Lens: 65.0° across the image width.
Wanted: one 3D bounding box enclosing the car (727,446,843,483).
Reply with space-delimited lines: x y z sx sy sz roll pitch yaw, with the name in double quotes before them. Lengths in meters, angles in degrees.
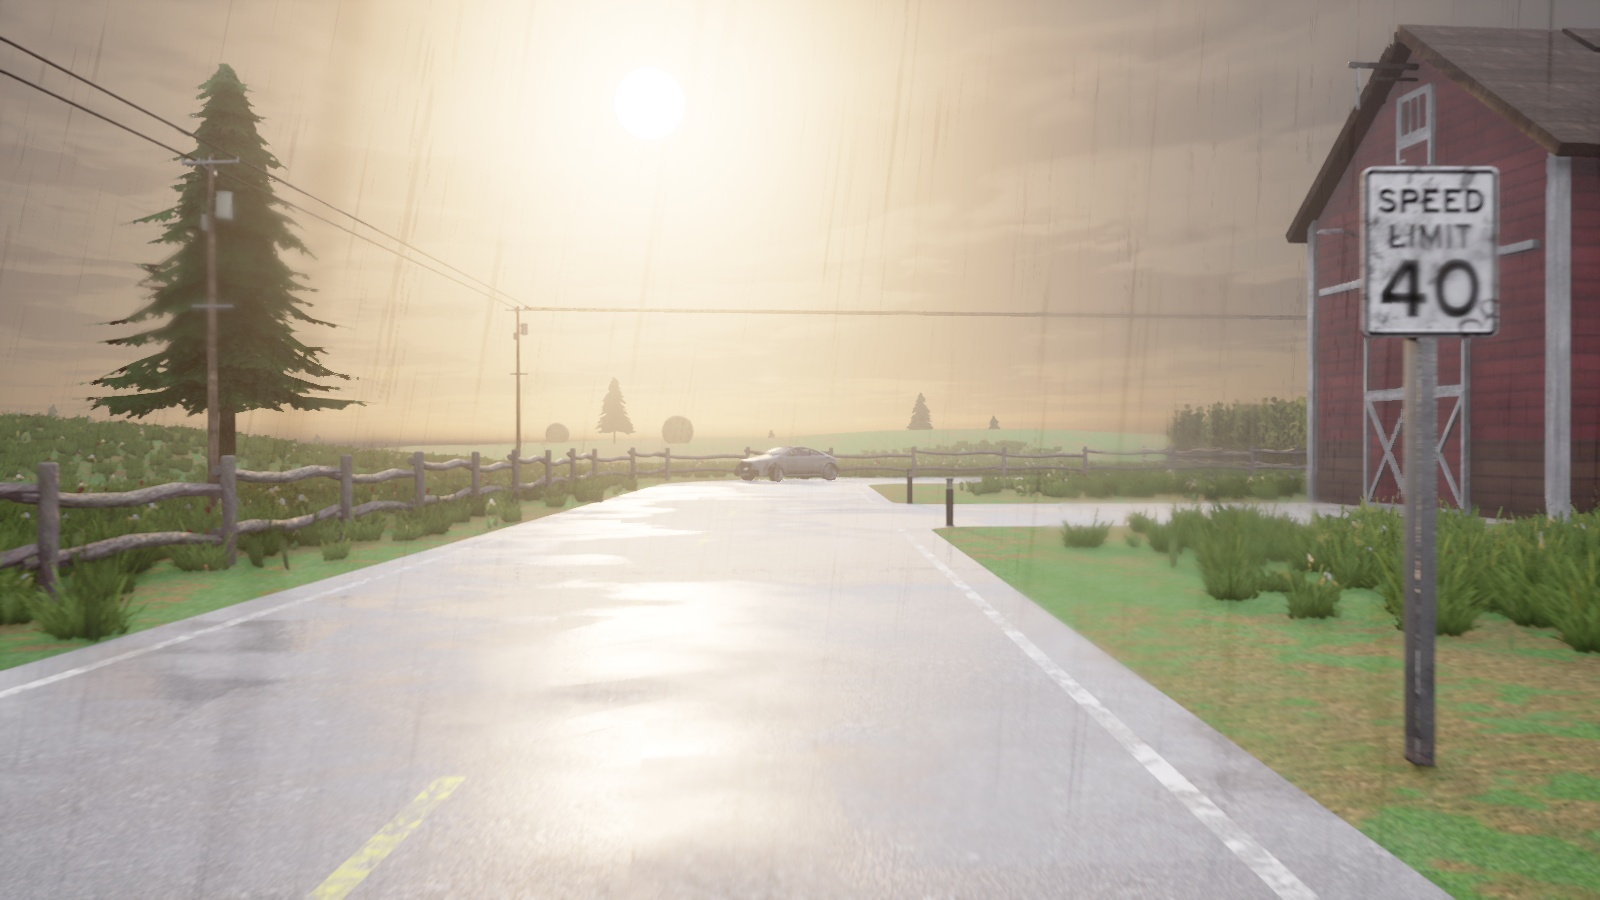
"car" -0.560 0.534 48.881 4.181 1.385 1.994 0 0 -38
